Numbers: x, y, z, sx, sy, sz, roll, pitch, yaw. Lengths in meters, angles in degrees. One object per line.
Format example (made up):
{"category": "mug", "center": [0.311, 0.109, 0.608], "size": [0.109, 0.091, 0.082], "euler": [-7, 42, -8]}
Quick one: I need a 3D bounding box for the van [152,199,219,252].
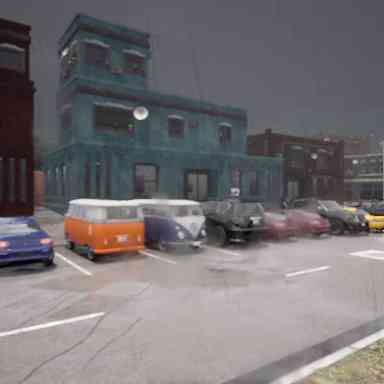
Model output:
{"category": "van", "center": [-1.110, 1.320, 14.034], "size": [1.878, 1.987, 4.442], "euler": [1, 0, -35]}

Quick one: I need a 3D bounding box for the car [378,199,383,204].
{"category": "car", "center": [12.398, 1.507, 23.814], "size": [2.435, 2.045, 5.566], "euler": [1, -1, -35]}

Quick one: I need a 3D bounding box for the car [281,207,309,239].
{"category": "car", "center": [3.352, 1.653, 17.346], "size": [2.002, 1.452, 4.674], "euler": [1, 0, -35]}

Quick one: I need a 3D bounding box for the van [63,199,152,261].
{"category": "van", "center": [-3.509, 1.289, 12.616], "size": [1.878, 1.987, 4.442], "euler": [1, 0, -35]}

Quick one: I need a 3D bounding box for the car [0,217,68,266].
{"category": "car", "center": [-5.810, 1.522, 10.834], "size": [2.002, 1.452, 4.674], "euler": [1, 0, -35]}

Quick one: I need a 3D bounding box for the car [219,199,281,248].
{"category": "car", "center": [1.072, 1.328, 15.763], "size": [2.435, 2.045, 5.566], "euler": [1, 0, -35]}

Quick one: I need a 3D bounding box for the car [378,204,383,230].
{"category": "car", "center": [10.039, 1.718, 22.329], "size": [1.946, 1.575, 5.366], "euler": [1, -1, -35]}

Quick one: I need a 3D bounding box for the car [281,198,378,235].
{"category": "car", "center": [7.798, 1.431, 20.474], "size": [2.435, 2.045, 5.566], "euler": [1, -1, -35]}

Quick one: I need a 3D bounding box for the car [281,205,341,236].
{"category": "car", "center": [5.565, 1.687, 18.918], "size": [2.002, 1.452, 4.674], "euler": [1, 0, -35]}
